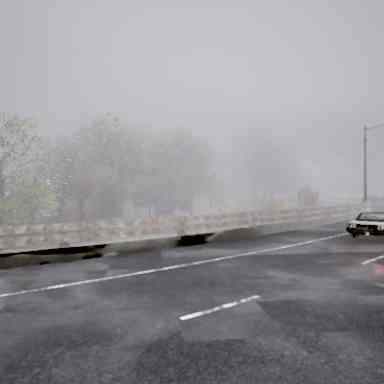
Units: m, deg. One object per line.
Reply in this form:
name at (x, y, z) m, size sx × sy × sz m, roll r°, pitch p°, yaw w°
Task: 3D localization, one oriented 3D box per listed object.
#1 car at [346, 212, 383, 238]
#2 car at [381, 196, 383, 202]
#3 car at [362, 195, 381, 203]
car at (9.669, 1.648, 16.997) m, size 1.895 × 1.301 × 4.718 m, roll 0°, pitch 0°, yaw 44°
car at (42.020, 1.526, 71.690) m, size 1.882 × 1.535 × 5.008 m, roll 0°, pitch 0°, yaw 9°
car at (38.573, 1.411, 72.295) m, size 2.097 × 1.767 × 4.553 m, roll 0°, pitch 0°, yaw 9°
